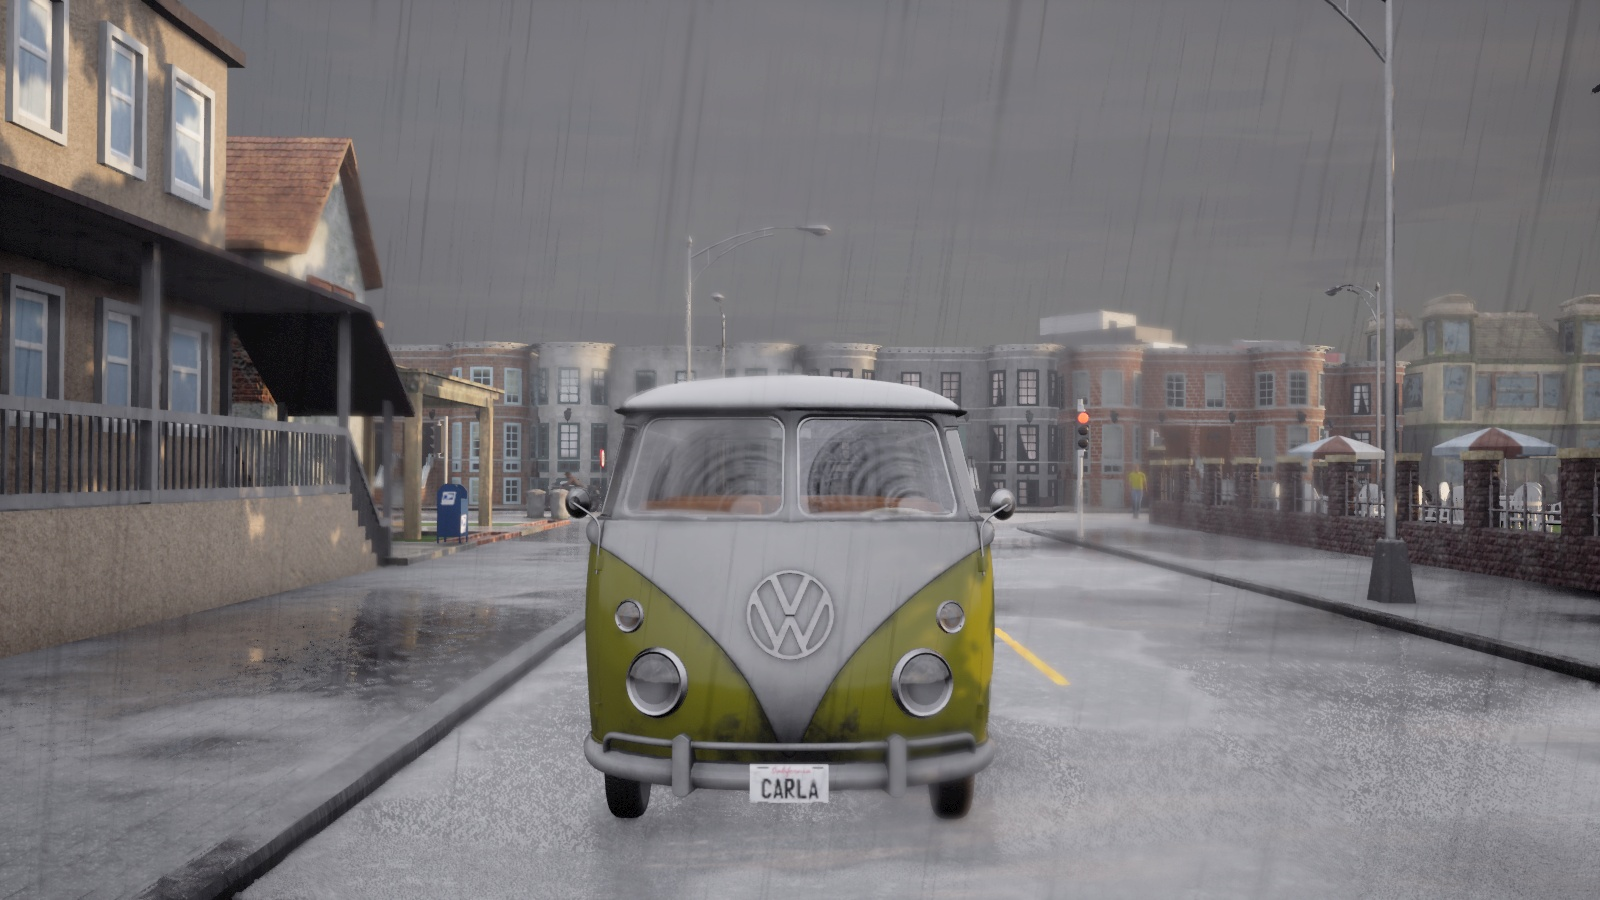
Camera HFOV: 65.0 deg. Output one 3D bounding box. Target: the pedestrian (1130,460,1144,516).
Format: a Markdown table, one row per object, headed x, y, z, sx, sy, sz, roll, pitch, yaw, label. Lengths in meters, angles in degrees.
| x | y | z | sx | sy | sz | roll | pitch | yaw | label |
| --- | --- | --- | --- | --- | --- | --- | --- | --- | --- |
| 11.240 | 1.268 | 41.858 | 0.354 | 1.836 | 0.706 | -1 | -1 | 20 | pedestrian |

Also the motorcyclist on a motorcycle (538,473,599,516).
| x | y | z | sx | sy | sz | roll | pitch | yaw | label |
| --- | --- | --- | --- | --- | --- | --- | --- | --- | --- |
| -8.370 | 1.592 | 45.519 | 2.044 | 1.523 | 0.797 | -1 | -1 | 0 | motorcyclist on a motorcycle |

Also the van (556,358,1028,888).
| x | y | z | sx | sy | sz | roll | pitch | yaw | label |
| --- | --- | --- | --- | --- | --- | --- | --- | --- | --- |
| -0.043 | 0.684 | 6.958 | 1.775 | 1.987 | 4.442 | 0 | -1 | 0 | van |
